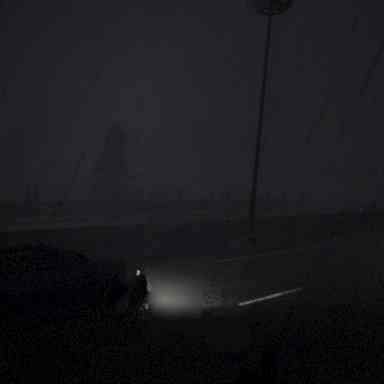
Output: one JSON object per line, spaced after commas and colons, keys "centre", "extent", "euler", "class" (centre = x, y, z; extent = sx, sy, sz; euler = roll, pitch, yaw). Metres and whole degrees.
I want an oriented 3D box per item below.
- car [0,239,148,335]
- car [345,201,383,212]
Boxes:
{"centre": [-2.911, 1.570, 5.969], "extent": [4.181, 1.385, 1.994], "euler": [0, 0, -35], "class": "car"}
{"centre": [17.379, 1.689, 33.587], "extent": [4.892, 1.490, 1.837], "euler": [0, 0, -35], "class": "car"}
